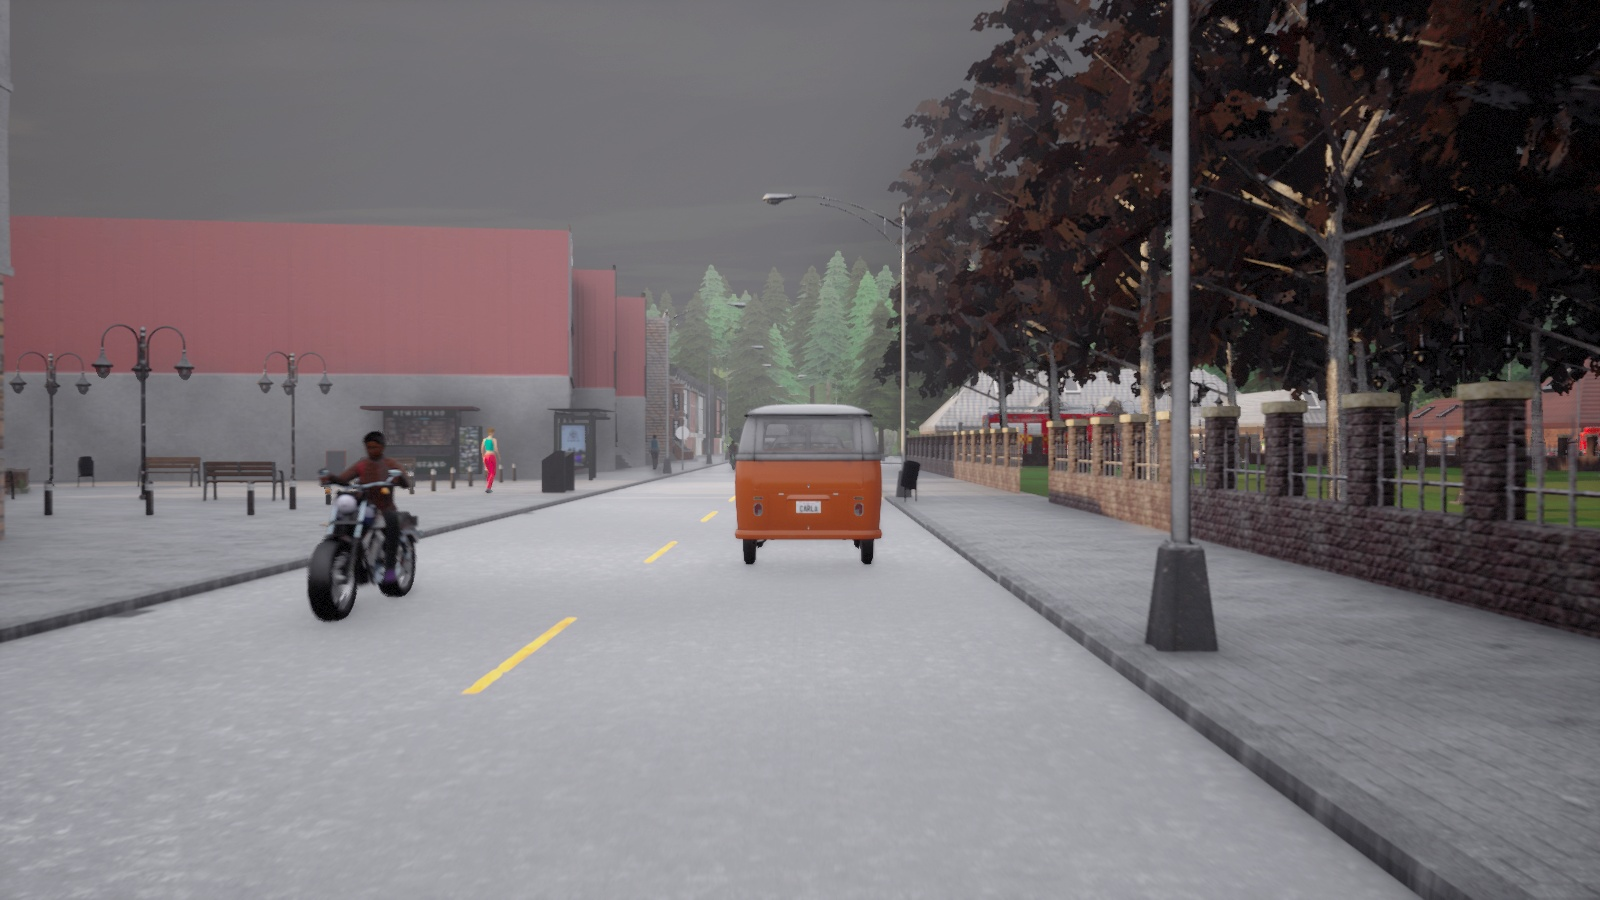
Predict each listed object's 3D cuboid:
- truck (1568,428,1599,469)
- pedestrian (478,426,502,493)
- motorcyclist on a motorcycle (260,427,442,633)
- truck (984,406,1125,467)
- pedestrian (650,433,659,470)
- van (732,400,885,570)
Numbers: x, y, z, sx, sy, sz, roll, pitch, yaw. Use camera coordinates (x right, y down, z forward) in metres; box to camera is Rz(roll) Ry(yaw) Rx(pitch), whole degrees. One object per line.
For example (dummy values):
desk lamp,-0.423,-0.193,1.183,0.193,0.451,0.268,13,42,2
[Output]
truck,49.192,-0.133,76.210,2.627,2.467,5.204,-2,0,10
pedestrian,-8.572,0.254,34.706,0.345,1.836,0.594,0,0,25
motorcyclist on a motorcycle,-3.921,0.630,11.210,0.766,1.649,2.350,0,0,0
truck,16.288,-0.861,80.853,8.468,3.827,2.891,0,0,-1
pedestrian,-7.533,0.083,65.083,0.396,1.930,0.692,0,0,1
van,0.111,0.402,16.840,1.775,1.987,4.442,0,0,0
